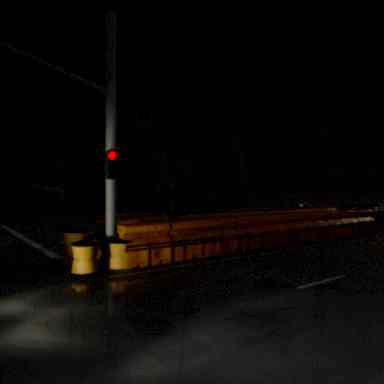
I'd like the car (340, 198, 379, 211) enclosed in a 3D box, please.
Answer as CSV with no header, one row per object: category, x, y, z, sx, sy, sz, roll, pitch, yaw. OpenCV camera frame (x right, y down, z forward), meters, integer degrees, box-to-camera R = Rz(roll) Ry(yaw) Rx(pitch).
car,16.625,1.349,33.001,5.008,1.535,1.882,-2,1,-36

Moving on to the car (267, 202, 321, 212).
car,8.446,1.556,27.103,5.357,1.411,2.033,0,0,-36

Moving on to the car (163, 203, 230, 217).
car,0.355,1.510,21.394,4.892,1.490,1.837,0,0,-35
